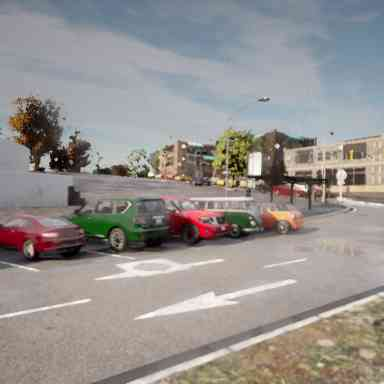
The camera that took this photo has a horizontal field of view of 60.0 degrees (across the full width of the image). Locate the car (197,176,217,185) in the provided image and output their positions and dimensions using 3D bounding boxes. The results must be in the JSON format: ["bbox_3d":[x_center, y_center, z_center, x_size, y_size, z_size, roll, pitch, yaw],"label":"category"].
[{"bbox_3d":[3.234,-2.390,69.910,2.002,1.452,4.674,7,3,35],"label":"car"}]

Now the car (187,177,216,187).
[{"bbox_3d":[1.588,-1.720,56.628,1.994,1.385,4.181,2,4,-36],"label":"car"}]

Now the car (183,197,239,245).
[{"bbox_3d":[-0.943,1.242,15.785,5.566,2.045,2.435,-1,-1,35],"label":"car"}]

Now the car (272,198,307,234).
[{"bbox_3d":[3.997,1.370,19.216,4.553,1.767,2.185,-1,-1,35],"label":"car"}]

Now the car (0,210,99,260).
[{"bbox_3d":[-5.876,1.531,12.312,4.674,1.452,2.002,-1,-1,35],"label":"car"}]

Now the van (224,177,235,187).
[{"bbox_3d":[8.399,-1.836,62.408,1.878,1.987,4.442,7,4,35],"label":"van"}]

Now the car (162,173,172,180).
[{"bbox_3d":[-3.745,-3.772,79.663,2.435,2.045,5.566,7,4,34],"label":"car"}]

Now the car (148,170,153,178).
[{"bbox_3d":[-9.057,-4.436,86.935,2.435,2.045,5.566,1,-1,34],"label":"car"}]

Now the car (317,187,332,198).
[{"bbox_3d":[18.824,0.066,47.741,2.002,1.452,4.674,7,3,35],"label":"car"}]

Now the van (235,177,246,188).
[{"bbox_3d":[10.134,-1.563,59.941,1.878,1.987,4.442,7,4,35],"label":"van"}]

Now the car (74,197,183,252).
[{"bbox_3d":[-3.453,1.241,14.075,5.566,2.045,2.435,-1,-1,35],"label":"car"}]

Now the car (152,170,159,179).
[{"bbox_3d":[-7.280,-4.159,84.591,2.185,1.767,4.553,4,1,33],"label":"car"}]

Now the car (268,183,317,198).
[{"bbox_3d":[12.410,-0.118,41.524,1.882,1.535,5.008,2,4,-35],"label":"car"}]

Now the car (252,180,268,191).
[{"bbox_3d":[11.900,-1.064,57.583,2.231,1.521,4.892,7,3,35],"label":"car"}]

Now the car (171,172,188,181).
[{"bbox_3d":[-1.888,-3.250,77.408,1.946,1.575,5.366,7,3,34],"label":"car"}]

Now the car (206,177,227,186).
[{"bbox_3d":[4.982,-2.116,67.452,2.002,1.452,4.674,7,4,35],"label":"car"}]

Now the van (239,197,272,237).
[{"bbox_3d":[1.592,1.268,17.461,4.442,1.987,1.878,-1,-1,35],"label":"van"}]

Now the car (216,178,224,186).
[{"bbox_3d":[6.819,-1.885,65.136,1.946,1.575,5.366,7,3,35],"label":"car"}]

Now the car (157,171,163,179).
[{"bbox_3d":[-5.544,-3.924,82.125,2.185,1.767,4.553,6,3,34],"label":"car"}]
